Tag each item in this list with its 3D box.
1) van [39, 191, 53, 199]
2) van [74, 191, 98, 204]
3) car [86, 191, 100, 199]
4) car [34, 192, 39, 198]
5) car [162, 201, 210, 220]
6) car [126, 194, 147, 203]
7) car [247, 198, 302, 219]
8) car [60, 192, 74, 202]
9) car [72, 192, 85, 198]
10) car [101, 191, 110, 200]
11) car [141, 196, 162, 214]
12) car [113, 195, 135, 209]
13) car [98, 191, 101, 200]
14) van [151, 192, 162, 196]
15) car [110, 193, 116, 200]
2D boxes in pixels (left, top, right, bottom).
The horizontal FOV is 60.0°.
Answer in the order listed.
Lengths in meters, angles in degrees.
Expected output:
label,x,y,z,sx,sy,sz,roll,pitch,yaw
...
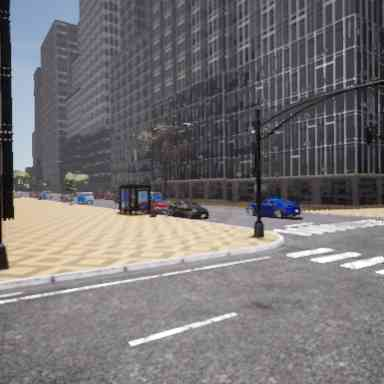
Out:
label,x,y,z,sx,sy,sz,roll,pitch,yaw
van,-32.266,0.675,74.258,1.690,1.788,3.998,0,1,-34
van,-16.240,0.943,50.789,1.690,1.788,3.998,-1,1,-34
car,-22.140,0.690,74.289,1.967,1.590,4.097,-1,1,-34
car,-35.470,0.720,78.952,1.967,1.590,4.097,0,1,-34
car,-0.322,1.428,27.251,1.947,1.339,4.313,-1,1,-34
car,-9.319,1.046,55.516,1.802,1.307,4.206,-1,1,-34
car,6.651,1.277,27.500,1.882,1.535,5.008,-1,1,-34
car,-22.651,1.046,60.179,2.008,1.369,4.403,0,1,-34
car,-28.550,0.693,83.677,2.008,1.369,4.403,-1,1,-34
car,-15.730,0.940,64.904,1.802,1.307,4.206,-1,1,-34
car,-3.513,1.392,31.956,1.802,1.307,4.206,-1,1,-34
car,-6.670,1.324,36.682,1.947,1.339,4.313,-1,1,-34
car,-18.935,0.619,69.594,2.192,1.841,5.009,-1,1,-34
van,-6.115,0.858,50.819,1.690,1.788,3.998,-1,1,-34
car,-10.922,1.080,53.260,1.994,1.385,4.181,-1,1,-35
